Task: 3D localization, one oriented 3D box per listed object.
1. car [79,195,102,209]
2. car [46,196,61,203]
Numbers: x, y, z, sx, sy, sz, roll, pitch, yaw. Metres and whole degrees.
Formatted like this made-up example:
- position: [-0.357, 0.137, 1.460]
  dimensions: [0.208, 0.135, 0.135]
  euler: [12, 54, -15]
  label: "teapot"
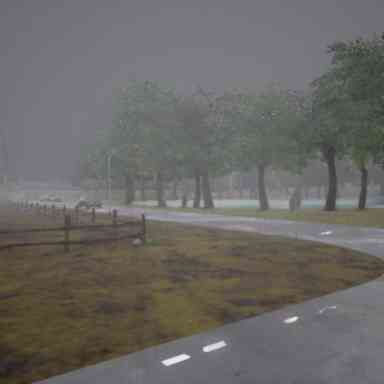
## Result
- position: [-15.958, 1.559, 51.931]
  dimensions: [2.150, 2.045, 5.566]
  euler: [-2, 1, -35]
  label: "car"
- position: [-33.663, 1.931, 81.822]
  dimensions: [1.837, 1.490, 4.892]
  euler: [-2, 1, -35]
  label: "car"
